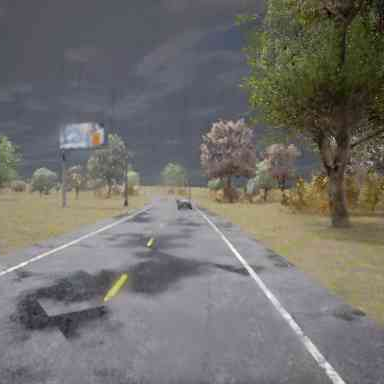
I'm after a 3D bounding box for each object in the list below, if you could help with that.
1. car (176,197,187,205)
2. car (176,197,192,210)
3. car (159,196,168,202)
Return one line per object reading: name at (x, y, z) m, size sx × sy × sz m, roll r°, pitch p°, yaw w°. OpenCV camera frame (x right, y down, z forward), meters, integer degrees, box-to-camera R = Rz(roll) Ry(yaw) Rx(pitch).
car at (-2.088, 1.695, 64.087) m, size 1.895 × 1.301 × 4.718 m, roll 0°, pitch 0°, yaw -4°
car at (-1.021, 1.606, 45.271) m, size 1.812 × 1.442 × 4.674 m, roll 0°, pitch 0°, yaw -3°
car at (-6.697, 1.628, 77.862) m, size 1.812 × 1.442 × 4.674 m, roll 0°, pitch 0°, yaw -4°
